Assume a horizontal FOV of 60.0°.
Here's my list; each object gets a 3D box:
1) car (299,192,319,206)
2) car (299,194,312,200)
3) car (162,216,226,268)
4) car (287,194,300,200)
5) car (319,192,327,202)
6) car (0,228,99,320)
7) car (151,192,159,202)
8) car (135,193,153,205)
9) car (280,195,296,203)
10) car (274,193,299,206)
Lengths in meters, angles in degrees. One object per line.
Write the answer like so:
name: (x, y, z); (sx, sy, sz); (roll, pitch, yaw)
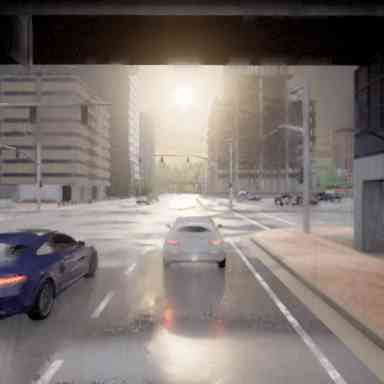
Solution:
car: (15.971, 1.051, 47.018); (1.905, 1.878, 3.866); (0, 0, 0)
car: (27.196, 1.186, 79.636); (1.784, 1.438, 3.905); (0, 0, 0)
car: (0.070, 1.502, 11.021); (1.812, 1.442, 4.674); (0, 0, 0)
car: (24.301, 1.218, 79.624); (1.970, 1.475, 3.806); (0, 0, 0)
car: (29.879, 0.975, 79.698); (1.932, 1.855, 4.605); (0, 0, 0)
car: (-3.444, 1.510, 7.146); (1.812, 1.442, 4.674); (0, 0, 0)
car: (-8.160, 1.073, 70.652); (2.150, 2.045, 5.566); (0, 0, 0)
car: (-8.096, 1.407, 55.115); (1.812, 1.442, 4.674); (0, 0, 0)
car: (18.600, 1.252, 64.497); (1.970, 1.475, 3.806); (0, 0, 0)
car: (13.077, 1.049, 47.059); (1.932, 1.855, 4.605); (0, 0, 0)
